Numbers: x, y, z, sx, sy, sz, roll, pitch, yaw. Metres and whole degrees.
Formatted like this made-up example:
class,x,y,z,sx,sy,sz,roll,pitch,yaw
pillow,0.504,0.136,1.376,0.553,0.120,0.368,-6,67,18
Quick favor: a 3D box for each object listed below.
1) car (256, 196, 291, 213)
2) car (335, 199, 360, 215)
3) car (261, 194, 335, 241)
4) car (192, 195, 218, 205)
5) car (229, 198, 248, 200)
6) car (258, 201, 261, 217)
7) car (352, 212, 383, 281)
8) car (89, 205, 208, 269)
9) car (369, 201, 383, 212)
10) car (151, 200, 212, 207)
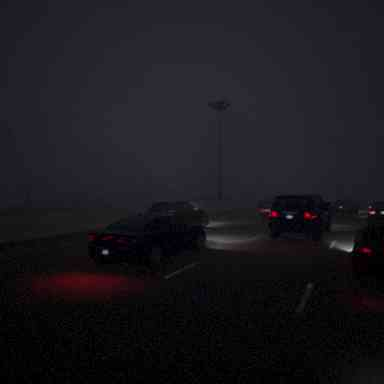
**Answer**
class,x,y,z,sx,sy,sz,roll,pitch,yaw
car,8.619,1.235,34.863,1.882,1.535,5.008,-1,0,34
car,13.887,1.273,30.150,1.994,1.385,4.181,-1,0,34
car,5.411,1.093,16.302,2.150,2.045,5.566,-1,0,29
car,2.283,1.262,56.132,1.837,1.490,4.892,-1,0,39
car,8.638,1.236,52.922,2.033,1.411,5.357,-1,0,38
car,6.925,1.362,25.869,2.033,1.411,5.357,-1,0,32
car,5.516,1.461,9.089,1.994,1.385,4.181,-1,0,28
car,-1.236,1.453,11.282,1.882,1.535,5.008,-1,1,27
car,13.032,1.297,22.435,2.033,1.411,5.357,-1,0,32
car,-0.826,1.290,19.434,2.097,1.767,4.553,-1,0,29
